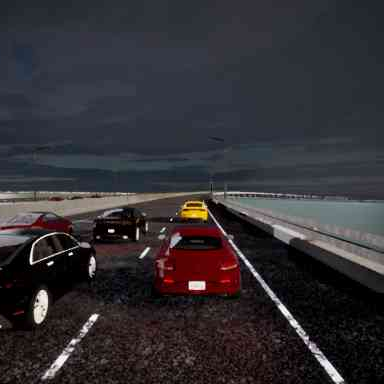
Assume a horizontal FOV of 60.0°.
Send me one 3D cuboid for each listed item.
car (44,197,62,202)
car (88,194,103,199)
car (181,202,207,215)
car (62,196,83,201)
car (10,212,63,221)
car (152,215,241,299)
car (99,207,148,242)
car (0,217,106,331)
[{"bbox_3d":[-24.020,1.522,57.816,1.812,1.442,4.674,0,0,1],"label":"car"},{"bbox_3d":[-17.004,1.171,58.318,1.812,1.442,4.674,0,0,1],"label":"car"},{"bbox_3d":[0.176,1.480,25.893,1.882,1.535,5.008,0,0,0],"label":"car"},{"bbox_3d":[-20.507,1.518,58.262,1.837,1.490,4.892,0,0,1],"label":"car"},{"bbox_3d":[-6.882,1.566,14.965,1.994,1.385,4.181,0,0,0],"label":"car"},{"bbox_3d":[0.102,1.527,8.318,1.812,1.442,4.674,0,0,0],"label":"car"},{"bbox_3d":[-3.377,1.480,16.399,1.882,1.535,5.008,0,0,0],"label":"car"},{"bbox_3d":[-3.399,1.506,6.877,1.837,1.490,4.892,0,0,0],"label":"car"}]
